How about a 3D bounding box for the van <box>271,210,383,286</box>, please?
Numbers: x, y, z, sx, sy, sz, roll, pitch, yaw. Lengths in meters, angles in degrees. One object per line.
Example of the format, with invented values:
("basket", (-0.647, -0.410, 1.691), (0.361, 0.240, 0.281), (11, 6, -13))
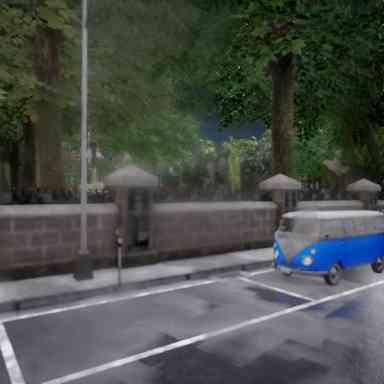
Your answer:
("van", (4.012, 1.421, 9.397), (3.998, 1.788, 1.690), (1, -1, -35))
